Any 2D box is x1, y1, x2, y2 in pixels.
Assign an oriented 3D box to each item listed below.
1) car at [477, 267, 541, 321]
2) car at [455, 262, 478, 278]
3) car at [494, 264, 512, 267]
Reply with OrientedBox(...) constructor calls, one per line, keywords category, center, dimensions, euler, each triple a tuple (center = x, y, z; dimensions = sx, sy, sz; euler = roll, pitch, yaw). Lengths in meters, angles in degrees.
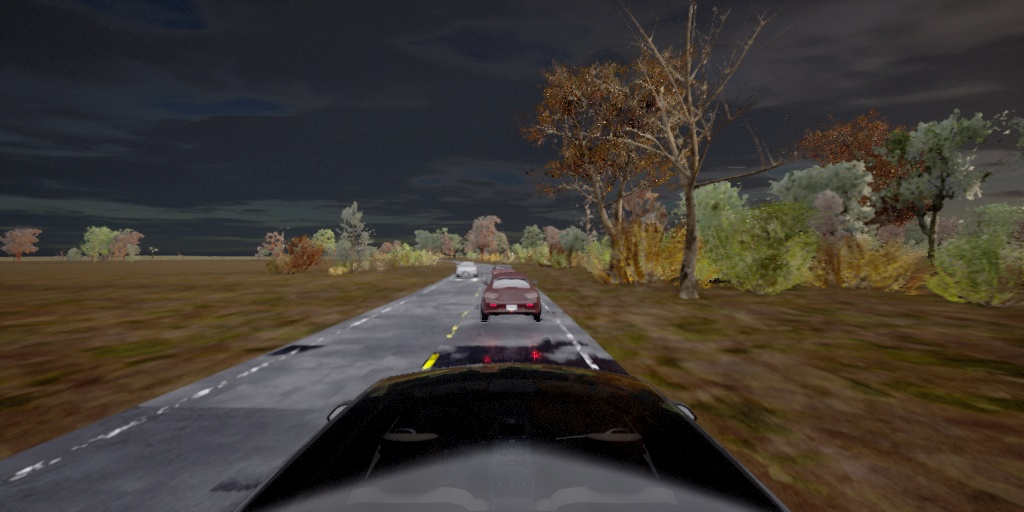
OrientedBox(category="car", center=(-0.059, 1.276, 12.339), dimensions=(1.812, 1.442, 4.674), euler=(0, 0, -1))
OrientedBox(category="car", center=(-4.180, 1.286, 33.719), dimensions=(1.812, 1.442, 4.674), euler=(0, 0, -3))
OrientedBox(category="car", center=(-0.786, 1.357, 30.153), dimensions=(1.895, 1.301, 4.718), euler=(0, 0, -3))
